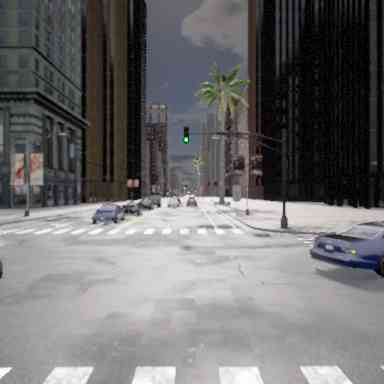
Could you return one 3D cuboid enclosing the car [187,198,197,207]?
[{"bbox_3d":[-0.008,1.899,59.055,1.812,1.442,4.674,0,0,0],"label":"car"}]

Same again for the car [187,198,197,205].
[{"bbox_3d":[-0.009,1.978,69.276,2.033,1.411,5.357,0,0,0],"label":"car"}]

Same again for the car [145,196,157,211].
[{"bbox_3d":[-6.506,1.774,46.955,1.882,1.535,5.008,0,0,0],"label":"car"}]

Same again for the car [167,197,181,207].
[{"bbox_3d":[-3.258,1.893,58.203,1.812,1.442,4.674,0,0,0],"label":"car"}]

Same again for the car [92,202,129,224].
[{"bbox_3d":[-6.588,1.695,26.727,1.812,1.442,4.674,0,0,-1],"label":"car"}]

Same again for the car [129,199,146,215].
[{"bbox_3d":[-6.591,1.796,36.732,1.994,1.385,4.181,0,0,0],"label":"car"}]

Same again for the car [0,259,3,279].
[{"bbox_3d":[-6.168,1.655,8.448,1.895,1.301,4.718,0,0,-37],"label":"car"}]

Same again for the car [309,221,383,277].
[{"bbox_3d":[6.298,1.611,10.139,5.357,1.411,2.033,0,0,-17],"label":"car"}]

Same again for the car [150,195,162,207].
[{"bbox_3d":[-6.508,1.585,57.570,2.150,2.045,5.566,0,0,0],"label":"car"}]

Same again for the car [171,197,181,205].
[{"bbox_3d":[-3.259,1.854,68.207,1.882,1.535,5.008,0,0,0],"label":"car"}]
